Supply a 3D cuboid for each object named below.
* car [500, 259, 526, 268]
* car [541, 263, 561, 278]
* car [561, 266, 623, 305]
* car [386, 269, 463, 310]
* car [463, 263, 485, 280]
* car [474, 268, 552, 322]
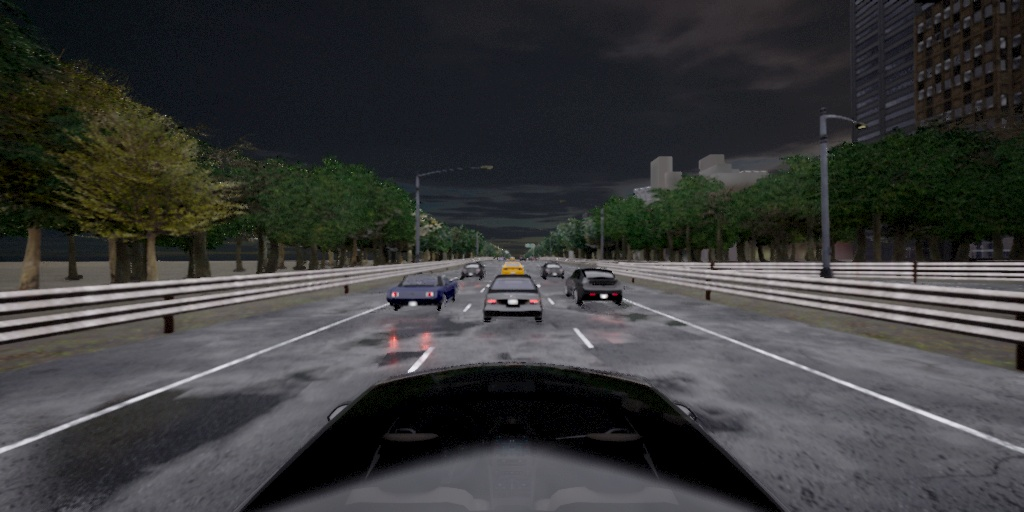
[{"bbox_3d":[0.087,1.271,32.767,1.882,1.535,5.008,0,0,0],"label":"car"},{"bbox_3d":[3.584,1.320,32.187,1.812,1.442,4.674,0,0,0],"label":"car"},{"bbox_3d":[3.574,1.292,16.278,1.837,1.490,4.892,0,0,0],"label":"car"},{"bbox_3d":[-3.435,1.383,14.730,1.895,1.301,4.718,0,0,0],"label":"car"},{"bbox_3d":[-3.417,1.320,32.183,1.812,1.442,4.674,0,0,0],"label":"car"},{"bbox_3d":[0.046,1.324,12.450,2.033,1.411,5.357,0,0,1],"label":"car"}]
